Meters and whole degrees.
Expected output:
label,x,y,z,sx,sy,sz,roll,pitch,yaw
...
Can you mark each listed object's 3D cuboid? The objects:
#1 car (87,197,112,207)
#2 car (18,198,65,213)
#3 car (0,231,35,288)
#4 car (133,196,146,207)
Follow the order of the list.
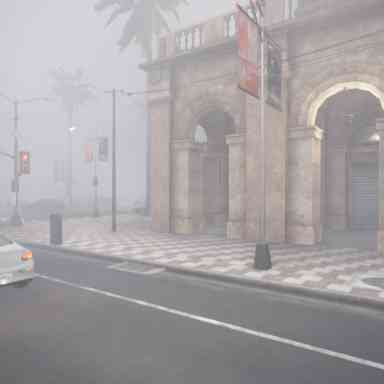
label,x,y,z,sx,sy,sz,roll,pitch,yaw
car,-13.884,1.500,51.058,2.161,1.482,4.786,0,0,35
car,-16.339,1.494,36.288,1.837,1.490,4.892,0,0,36
car,-5.584,1.523,7.930,4.674,1.442,1.812,0,0,36
car,-6.704,1.340,49.755,2.097,1.767,4.553,0,0,36
